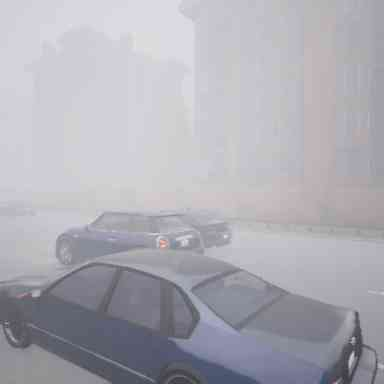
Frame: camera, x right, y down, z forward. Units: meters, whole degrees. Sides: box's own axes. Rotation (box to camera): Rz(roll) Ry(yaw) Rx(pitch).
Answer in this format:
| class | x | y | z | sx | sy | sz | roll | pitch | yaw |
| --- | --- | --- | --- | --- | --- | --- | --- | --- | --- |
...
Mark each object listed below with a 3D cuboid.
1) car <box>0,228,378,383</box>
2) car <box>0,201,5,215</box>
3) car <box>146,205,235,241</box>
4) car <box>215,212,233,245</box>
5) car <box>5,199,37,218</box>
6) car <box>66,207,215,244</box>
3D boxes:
| class | x | y | z | sx | sy | sz | roll | pitch | yaw |
| --- | --- | --- | --- | --- | --- | --- | --- | --- | --- |
| car | -0.628 | 1.518 | 4.429 | 5.357 | 1.411 | 2.033 | 1 | 0 | 35 |
| car | -15.888 | 1.232 | 23.812 | 4.902 | 1.511 | 2.128 | 1 | 0 | 35 |
| car | -0.127 | 1.469 | 16.940 | 4.181 | 1.385 | 1.994 | 1 | 0 | 35 |
| car | -0.827 | 1.398 | 13.147 | 5.008 | 1.535 | 1.882 | 1 | 0 | 35 |
| car | -14.527 | 1.297 | 27.137 | 4.181 | 1.385 | 1.994 | 1 | 0 | 35 |
| car | -1.908 | 1.284 | 9.624 | 4.553 | 1.767 | 2.097 | 1 | 0 | 35 |
